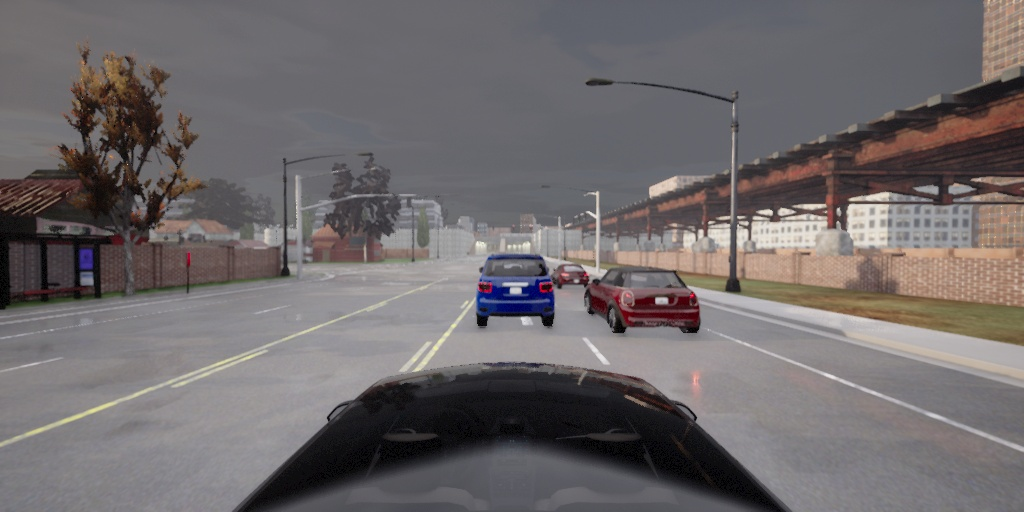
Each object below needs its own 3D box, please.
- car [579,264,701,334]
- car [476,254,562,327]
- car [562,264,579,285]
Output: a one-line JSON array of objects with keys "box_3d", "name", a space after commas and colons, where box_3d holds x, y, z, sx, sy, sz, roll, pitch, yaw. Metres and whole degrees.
[{"box_3d": [3.581, 1.084, 10.699, 2.097, 1.767, 4.553, 0, 0, 0], "name": "car"}, {"box_3d": [0.081, 0.948, 11.645, 2.150, 2.045, 5.566, 0, 0, 0], "name": "car"}, {"box_3d": [3.557, 1.183, 22.091, 1.812, 1.442, 4.674, 0, 0, 0], "name": "car"}]
